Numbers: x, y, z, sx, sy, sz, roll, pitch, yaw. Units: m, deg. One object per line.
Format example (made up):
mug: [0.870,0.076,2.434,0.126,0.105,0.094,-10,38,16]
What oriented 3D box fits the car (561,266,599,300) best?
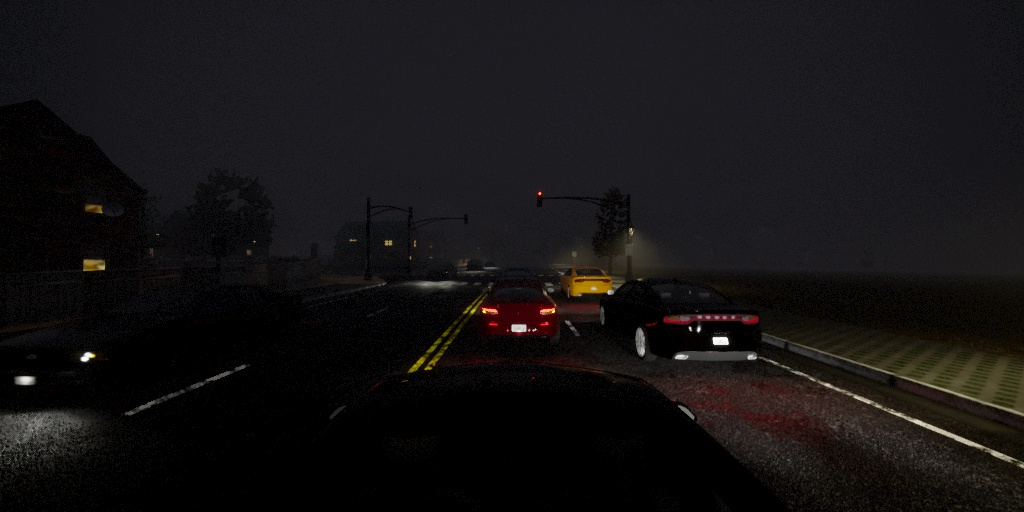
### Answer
car: [3.532,1.239,17.759,1.882,1.535,5.008,0,0,1]

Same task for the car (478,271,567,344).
car: [0.163,1.280,9.465,1.812,1.442,4.674,0,0,1]

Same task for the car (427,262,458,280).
car: [-6.054,1.265,31.467,1.882,1.535,5.008,0,0,2]

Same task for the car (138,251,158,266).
car: [-40.928,0.332,38.481,5.566,2.045,2.150,1,-1,16]

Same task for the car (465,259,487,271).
car: [-5.211,1.180,50.335,2.097,1.767,4.553,0,0,3]

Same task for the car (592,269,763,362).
car: [3.402,1.231,8.291,1.882,1.535,5.008,0,0,0]

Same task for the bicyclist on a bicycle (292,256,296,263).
bicyclist on a bicycle: [-24.251,0.780,39.926,0.582,1.620,1.656,1,-1,15]

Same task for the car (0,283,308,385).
car: [-6.565,1.302,7.507,2.033,1.411,5.357,0,0,0]

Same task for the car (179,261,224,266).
car: [-30.848,0.875,35.666,4.718,1.301,1.895,1,-1,16]

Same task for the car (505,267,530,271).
car: [0.281,1.289,18.572,1.812,1.442,4.674,0,0,0]

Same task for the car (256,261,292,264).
car: [-21.061,0.910,32.952,5.008,1.535,1.882,1,-1,16]
